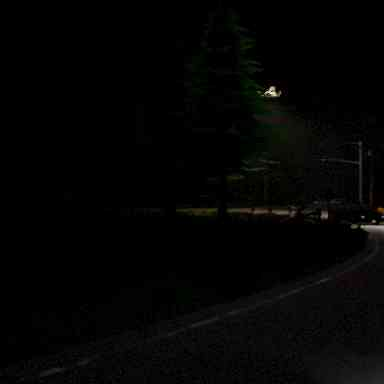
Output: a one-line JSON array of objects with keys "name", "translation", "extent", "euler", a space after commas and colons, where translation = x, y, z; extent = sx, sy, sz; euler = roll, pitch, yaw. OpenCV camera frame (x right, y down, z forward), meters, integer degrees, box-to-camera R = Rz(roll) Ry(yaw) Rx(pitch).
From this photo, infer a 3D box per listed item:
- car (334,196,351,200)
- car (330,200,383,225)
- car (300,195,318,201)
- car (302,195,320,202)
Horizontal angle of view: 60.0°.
[{"name": "car", "translation": [31.224, 1.497, 69.207], "extent": [1.895, 1.301, 4.718], "euler": [0, 0, 1]}, {"name": "car", "translation": [12.107, 1.576, 24.869], "extent": [2.033, 1.411, 5.357], "euler": [0, 0, -1]}, {"name": "car", "translation": [29.717, 1.548, 84.364], "extent": [1.994, 1.385, 4.181], "euler": [0, 0, -21]}, {"name": "car", "translation": [27.774, 1.609, 76.841], "extent": [2.033, 1.411, 5.357], "euler": [0, 0, -1]}]
